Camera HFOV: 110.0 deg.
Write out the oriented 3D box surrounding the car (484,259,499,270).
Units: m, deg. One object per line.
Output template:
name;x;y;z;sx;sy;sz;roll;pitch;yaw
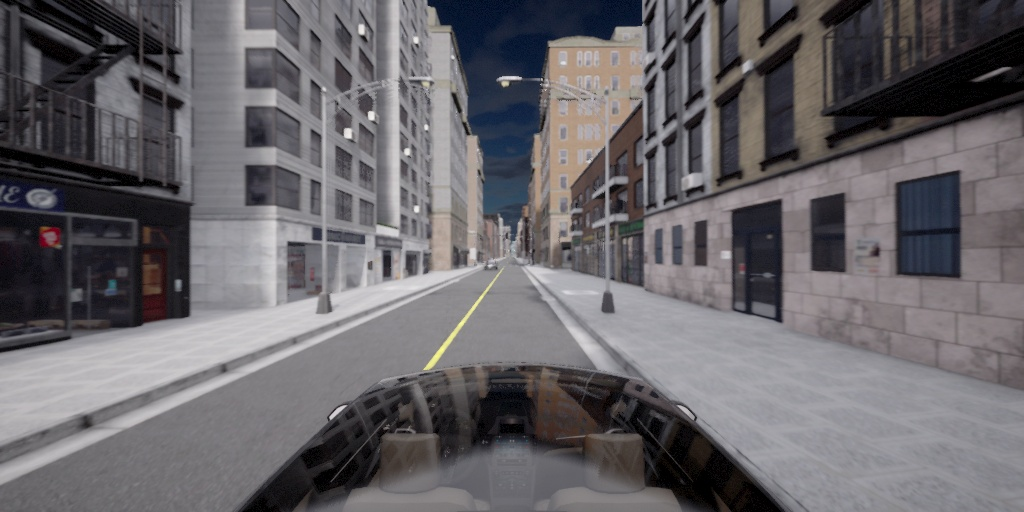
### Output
car;-2.939;1.235;51.022;2.128;1.511;4.902;0;0;0
